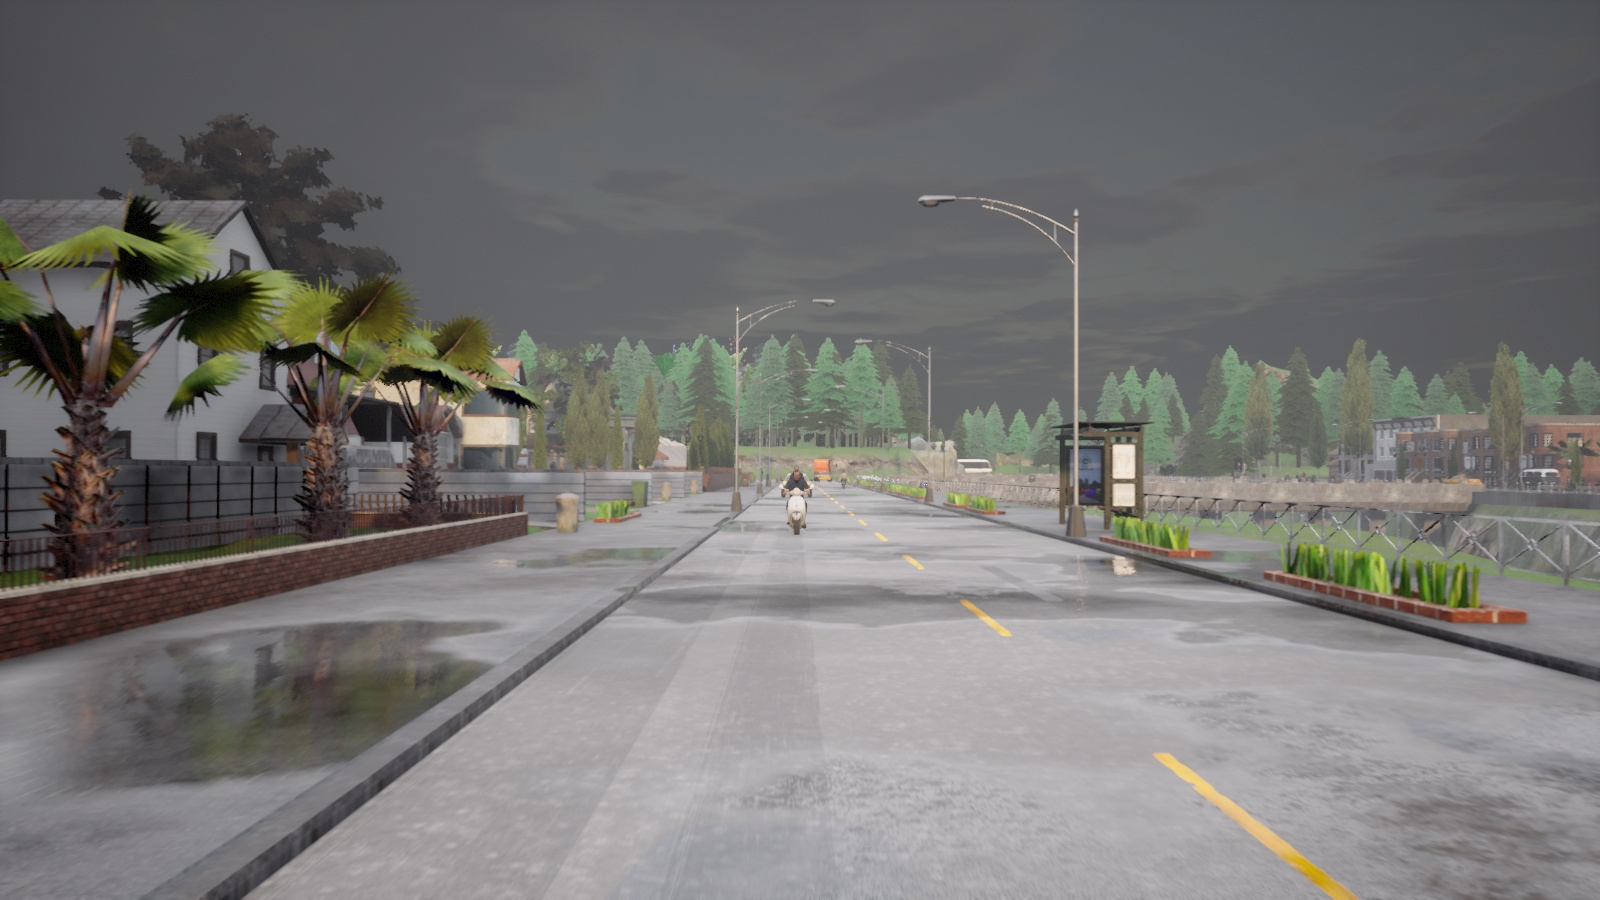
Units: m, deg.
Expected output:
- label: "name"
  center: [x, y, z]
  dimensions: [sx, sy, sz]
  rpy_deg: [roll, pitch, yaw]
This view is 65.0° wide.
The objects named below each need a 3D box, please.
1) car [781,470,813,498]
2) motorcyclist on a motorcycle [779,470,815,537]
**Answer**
- label: "car"
  center: [-0.176, 2.003, 74.588]
  dimensions: [1.801, 1.575, 5.366]
  rpy_deg: [0, -1, 0]
- label: "motorcyclist on a motorcycle"
  center: [-0.073, 1.286, 30.926]
  dimensions: [0.866, 1.590, 1.817]
  rpy_deg: [0, -1, 0]
